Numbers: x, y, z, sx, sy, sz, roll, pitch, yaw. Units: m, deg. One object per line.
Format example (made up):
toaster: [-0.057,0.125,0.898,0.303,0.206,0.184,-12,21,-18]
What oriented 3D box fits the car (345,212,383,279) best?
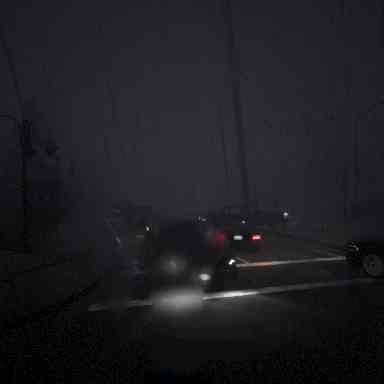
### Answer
car: [6.522,1.475,8.224,5.008,1.535,1.882,0,0,40]

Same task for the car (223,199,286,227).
car: [2.857,1.467,19.894,5.357,1.411,2.033,-3,1,-15]

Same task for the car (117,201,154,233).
car: [-3.089,1.529,19.937,2.033,1.411,5.357,0,0,-17]

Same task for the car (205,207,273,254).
car: [1.354,1.538,13.388,2.033,1.411,5.357,0,0,-4]

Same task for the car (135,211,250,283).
car: [-0.371,1.543,10.098,2.033,1.411,5.357,0,0,-15]

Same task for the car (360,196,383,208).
car: [23.953,1.274,43.138,1.845,1.501,3.633,0,0,-17]

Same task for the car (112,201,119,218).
car: [-6.233,1.515,30.094,2.033,1.411,5.357,0,0,-17]

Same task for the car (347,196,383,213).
car: [15.622,1.356,29.164,1.970,1.475,3.806,0,0,-17]

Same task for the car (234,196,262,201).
car: [7.412,1.288,46.134,2.007,1.523,4.514,0,0,-17]

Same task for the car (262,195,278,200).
car: [10.402,1.278,47.086,2.152,1.636,5.027,0,0,-17]
